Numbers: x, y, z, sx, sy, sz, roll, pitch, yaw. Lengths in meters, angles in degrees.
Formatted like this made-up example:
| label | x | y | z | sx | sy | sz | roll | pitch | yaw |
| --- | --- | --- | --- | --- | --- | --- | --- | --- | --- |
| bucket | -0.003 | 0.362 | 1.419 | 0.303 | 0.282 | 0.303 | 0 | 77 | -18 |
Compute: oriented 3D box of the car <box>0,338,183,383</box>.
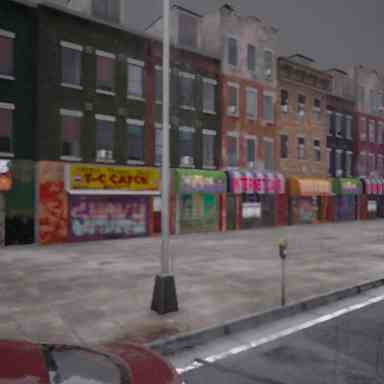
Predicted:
| label | x | y | z | sx | sy | sz | roll | pitch | yaw |
| --- | --- | --- | --- | --- | --- | --- | --- | --- | --- |
| car | -1.858 | 1.575 | 1.488 | 4.206 | 1.307 | 1.802 | 1 | 0 | -35 |
